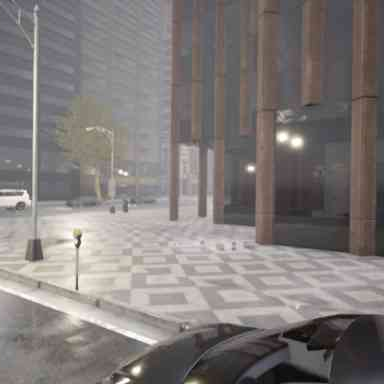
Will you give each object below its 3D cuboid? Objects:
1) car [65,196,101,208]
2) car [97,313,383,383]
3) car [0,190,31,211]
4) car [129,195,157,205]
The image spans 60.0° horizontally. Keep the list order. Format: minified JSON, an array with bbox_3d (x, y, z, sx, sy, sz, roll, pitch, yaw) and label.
[{"bbox_3d":[-12.787,1.119,39.283,1.994,1.385,4.181,1,1,35],"label":"car"},{"bbox_3d":[1.188,1.564,2.112,4.313,1.339,1.947,1,1,35],"label":"car"},{"bbox_3d":[-18.270,0.799,31.511,2.150,2.045,5.566,1,1,35],"label":"car"},{"bbox_3d":[-6.990,1.097,47.479,1.994,1.385,4.181,1,1,36],"label":"car"}]
